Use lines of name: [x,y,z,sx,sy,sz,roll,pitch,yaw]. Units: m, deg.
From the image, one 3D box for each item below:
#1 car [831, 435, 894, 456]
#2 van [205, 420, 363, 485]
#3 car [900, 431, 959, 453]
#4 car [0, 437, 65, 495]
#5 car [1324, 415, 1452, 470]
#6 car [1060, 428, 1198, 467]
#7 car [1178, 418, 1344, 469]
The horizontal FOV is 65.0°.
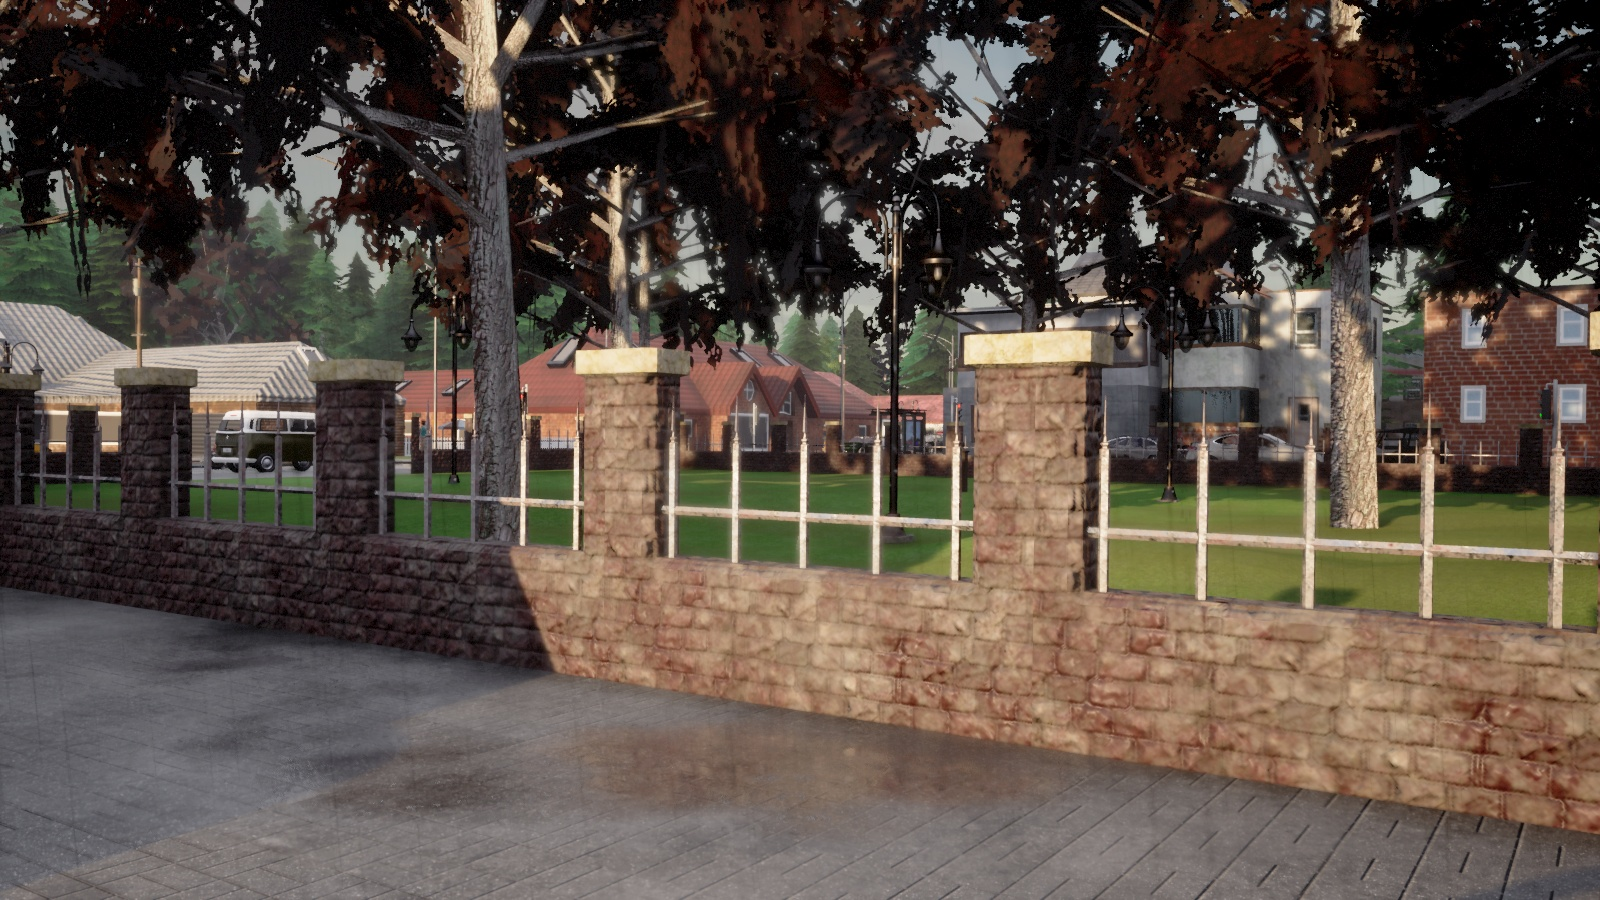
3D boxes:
car: [4.086,-0.312,81.106,1.895,1.301,4.718,0,1,34]
van: [-17.129,0.038,41.871,2.069,2.038,4.480,0,1,32]
car: [9.185,-0.564,88.792,2.163,1.488,4.792,0,1,34]
car: [-22.672,0.457,33.476,1.882,1.535,5.008,0,1,32]
car: [20.905,-0.272,44.696,3.866,1.878,1.905,0,1,34]
car: [13.053,-0.112,49.923,4.902,1.511,2.128,0,1,34]
car: [15.823,-0.223,43.173,5.027,1.651,2.152,0,1,31]
